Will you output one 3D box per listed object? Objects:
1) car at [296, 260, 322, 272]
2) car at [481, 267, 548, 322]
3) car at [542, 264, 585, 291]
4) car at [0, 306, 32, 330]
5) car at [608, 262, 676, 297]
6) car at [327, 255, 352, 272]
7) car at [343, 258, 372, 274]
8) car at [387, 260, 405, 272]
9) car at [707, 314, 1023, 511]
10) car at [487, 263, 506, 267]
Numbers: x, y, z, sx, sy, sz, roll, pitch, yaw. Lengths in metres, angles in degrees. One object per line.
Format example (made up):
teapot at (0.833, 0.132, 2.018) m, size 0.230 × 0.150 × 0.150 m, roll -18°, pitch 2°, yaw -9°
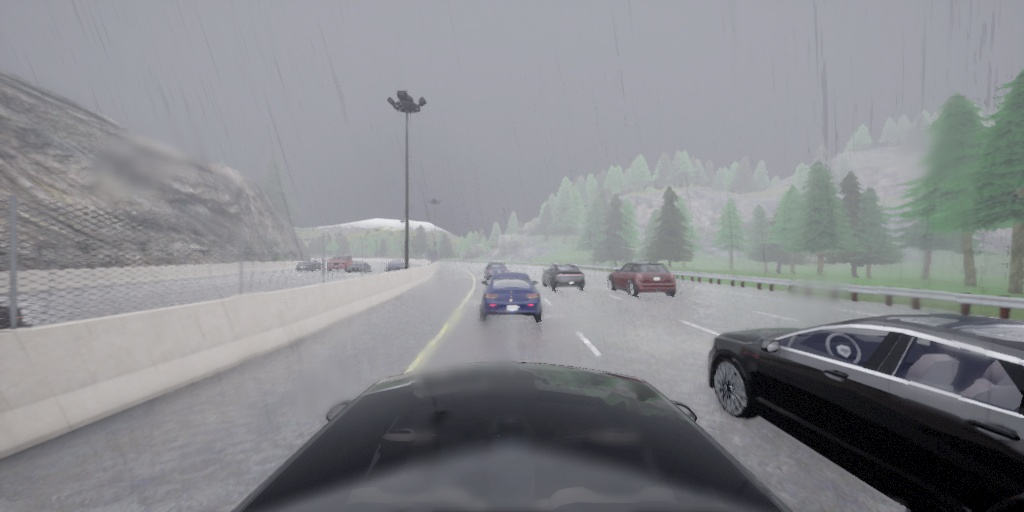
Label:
car at (-25.200, 1.203, 44.694) m, size 2.128 × 1.511 × 4.902 m, roll 0°, pitch 0°, yaw -12°
car at (-0.063, 1.265, 12.188) m, size 1.812 × 1.442 × 4.674 m, roll 0°, pitch 0°, yaw -2°
car at (2.969, 1.222, 21.411) m, size 2.128 × 1.511 × 4.902 m, roll 0°, pitch 0°, yaw -4°
car at (-10.617, 1.295, 4.764) m, size 2.033 × 1.411 × 5.357 m, roll 0°, pitch 0°, yaw 0°
car at (6.643, 1.084, 18.845) m, size 2.097 × 1.767 × 4.553 m, roll 0°, pitch 0°, yaw -3°
car at (-21.933, 0.929, 46.205) m, size 2.150 × 2.045 × 5.566 m, roll 0°, pitch 0°, yaw -12°
car at (-17.302, 1.277, 40.754) m, size 1.994 × 1.385 × 4.181 m, roll 0°, pitch 0°, yaw -10°
car at (-14.651, 1.234, 45.533) m, size 1.812 × 1.442 × 4.674 m, roll 0°, pitch 0°, yaw -12°
car at (3.596, 1.240, 2.976) m, size 2.128 × 1.511 × 4.902 m, roll 0°, pitch 0°, yaw 0°
car at (-1.363, 1.269, 30.369) m, size 2.033 × 1.411 × 5.357 m, roll 0°, pitch 0°, yaw -7°
